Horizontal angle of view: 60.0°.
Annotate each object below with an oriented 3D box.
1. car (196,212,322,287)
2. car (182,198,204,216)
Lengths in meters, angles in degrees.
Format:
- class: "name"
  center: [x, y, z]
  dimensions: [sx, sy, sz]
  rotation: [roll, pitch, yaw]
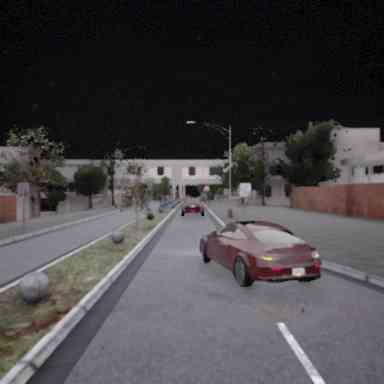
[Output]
- class: "car"
  center: [1.636, 1.510, 9.280]
  dimensions: [1.812, 1.442, 4.674]
  rotation: [0, 0, -16]
- class: "car"
  center: [0.078, 1.317, 32.350]
  dimensions: [2.097, 1.767, 4.553]
  rotation: [0, 0, 0]
